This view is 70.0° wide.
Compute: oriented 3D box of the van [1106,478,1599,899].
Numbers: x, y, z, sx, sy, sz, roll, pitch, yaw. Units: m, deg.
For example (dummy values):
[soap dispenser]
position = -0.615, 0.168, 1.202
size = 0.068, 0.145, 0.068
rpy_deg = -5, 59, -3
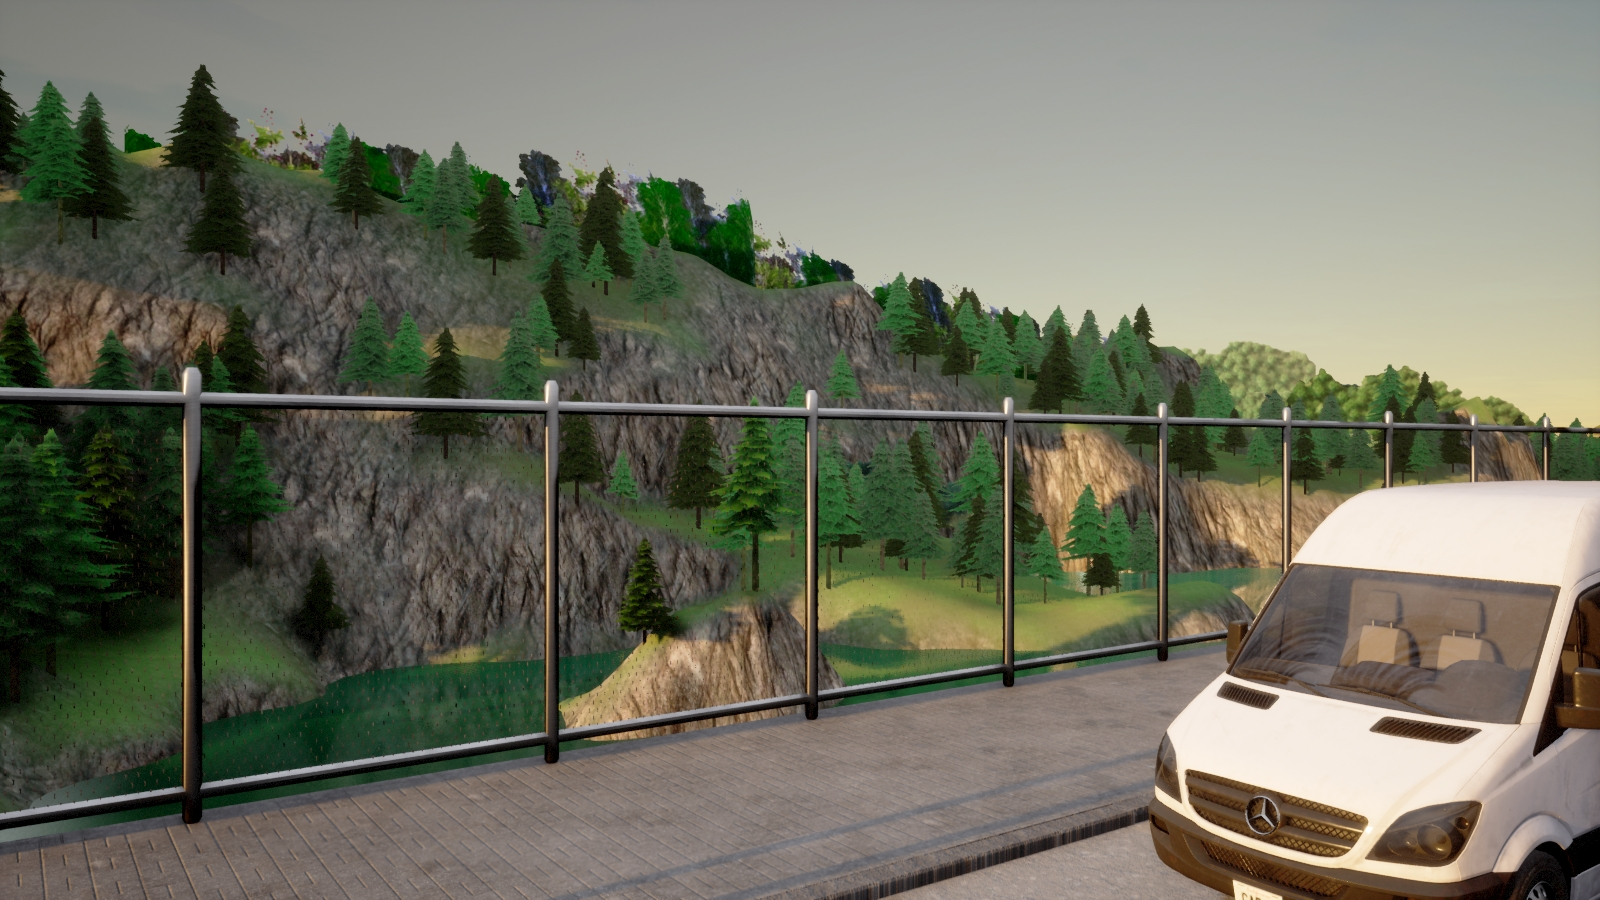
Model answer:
[van]
position = 4.843, 1.531, 7.777
size = 5.915, 2.561, 1.988
rpy_deg = 0, 0, -35
